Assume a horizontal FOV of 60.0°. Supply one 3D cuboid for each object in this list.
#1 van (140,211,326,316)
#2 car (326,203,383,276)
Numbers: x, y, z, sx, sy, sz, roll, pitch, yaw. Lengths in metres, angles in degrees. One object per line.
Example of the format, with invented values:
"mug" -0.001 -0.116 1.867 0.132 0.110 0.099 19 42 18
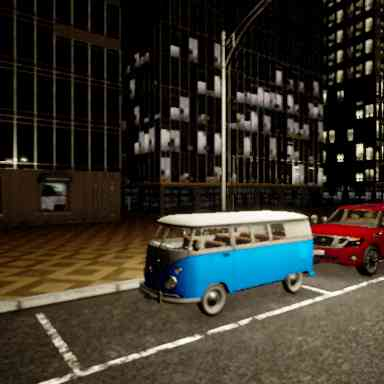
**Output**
"van" 0.906 1.340 7.207 3.998 1.788 1.690 0 0 -36
"car" 5.521 1.311 10.498 5.009 1.841 2.192 0 0 -36
